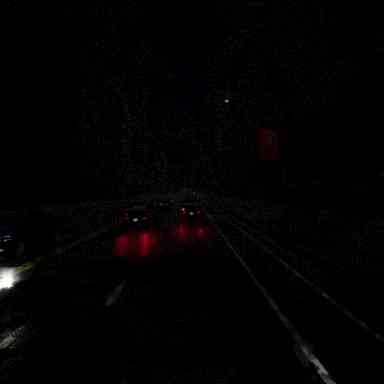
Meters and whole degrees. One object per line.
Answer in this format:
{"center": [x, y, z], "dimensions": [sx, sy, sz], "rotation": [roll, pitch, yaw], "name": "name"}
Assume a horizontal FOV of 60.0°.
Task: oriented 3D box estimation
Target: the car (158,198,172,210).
{"center": [-3.359, 1.383, 39.001], "dimensions": [2.033, 1.411, 5.357], "rotation": [0, 0, 0], "name": "car"}

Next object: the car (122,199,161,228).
{"center": [-3.261, 1.420, 21.415], "dimensions": [1.812, 1.442, 4.674], "rotation": [0, 0, 0], "name": "car"}

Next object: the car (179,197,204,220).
{"center": [-0.041, 1.395, 26.619], "dimensions": [1.812, 1.442, 4.674], "rotation": [0, 0, 0], "name": "car"}

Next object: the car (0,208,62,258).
{"center": [-6.661, 1.418, 12.700], "dimensions": [1.882, 1.535, 5.008], "rotation": [0, 0, 0], "name": "car"}

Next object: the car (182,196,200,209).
{"center": [-0.127, 1.317, 42.277], "dimensions": [2.128, 1.511, 4.902], "rotation": [0, 0, 0], "name": "car"}
